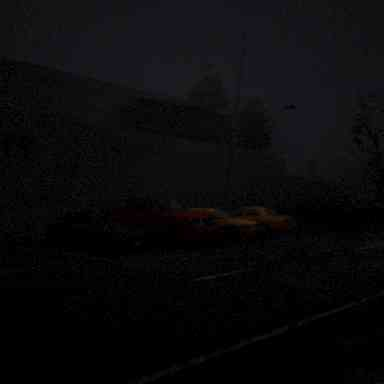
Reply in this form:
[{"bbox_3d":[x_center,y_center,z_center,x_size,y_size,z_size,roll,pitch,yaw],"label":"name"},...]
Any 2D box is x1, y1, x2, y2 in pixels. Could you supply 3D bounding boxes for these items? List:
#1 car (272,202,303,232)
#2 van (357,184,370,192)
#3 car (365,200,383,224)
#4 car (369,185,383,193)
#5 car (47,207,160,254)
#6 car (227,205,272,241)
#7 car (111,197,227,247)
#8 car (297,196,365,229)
[{"bbox_3d":[3.177,1.517,19.019,5.366,1.575,1.946,-1,-1,35],"label":"car"},{"bbox_3d":[43.907,-0.962,83.934,1.878,1.987,4.442,8,3,35],"label":"van"},{"bbox_3d":[13.130,1.453,25.865,4.553,1.767,2.185,-1,-1,35],"label":"car"},{"bbox_3d":[45.664,-0.463,81.569,2.231,1.521,4.892,7,3,35],"label":"car"},{"bbox_3d":[-3.972,1.525,13.678,4.792,1.488,2.163,-1,-1,34],"label":"car"},{"bbox_3d":[1.045,1.502,17.072,5.366,1.575,1.946,-1,-1,35],"label":"car"},{"bbox_3d":[-1.529,1.250,15.426,5.566,2.045,2.435,-1,-1,34],"label":"car"},{"bbox_3d":[8.190,1.292,22.413,5.566,2.045,2.435,-1,-1,35],"label":"car"}]
